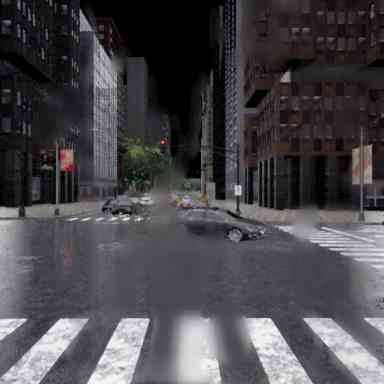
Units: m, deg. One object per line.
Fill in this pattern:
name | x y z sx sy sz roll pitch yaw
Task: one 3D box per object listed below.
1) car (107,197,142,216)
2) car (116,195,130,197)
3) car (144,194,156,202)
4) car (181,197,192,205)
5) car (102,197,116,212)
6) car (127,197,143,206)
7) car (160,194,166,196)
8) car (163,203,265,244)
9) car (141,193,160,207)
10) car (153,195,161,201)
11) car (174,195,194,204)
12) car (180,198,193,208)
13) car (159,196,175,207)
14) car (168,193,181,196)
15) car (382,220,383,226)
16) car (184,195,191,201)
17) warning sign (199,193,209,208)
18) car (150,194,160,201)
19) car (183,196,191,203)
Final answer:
car | -6.495 1.539 32.653 2.033 1.411 5.357 0 0 -1
car | -9.302 1.331 44.400 2.192 1.841 5.009 0 0 -1
car | -9.612 1.410 76.955 2.192 1.841 5.009 0 0 -1
car | -0.931 1.598 60.751 1.887 1.381 4.507 0 0 -1
car | -9.250 1.570 38.974 1.947 1.339 4.313 0 0 -1
car | -9.403 1.565 55.081 1.752 1.417 4.829 0 0 -1
car | -6.763 1.324 68.253 2.097 1.767 4.553 0 0 -1
car | 1.158 1.547 16.361 4.892 1.490 1.837 1 2 33
car | -6.703 1.253 51.794 2.150 2.045 5.566 0 0 0
car | -9.765 1.687 93.231 1.887 1.381 4.507 0 0 -1
car | -0.725 1.445 39.052 1.967 1.590 4.097 0 0 -1
car | -0.828 1.610 49.901 1.802 1.307 4.206 0 0 -1
car | -3.492 1.630 50.282 1.895 1.301 4.718 0 0 -1
car | -3.829 1.569 75.426 1.882 1.535 5.008 0 0 -1
car | 14.737 1.723 21.055 4.902 1.511 2.128 1 0 0
car | -1.190 1.566 87.875 1.967 1.590 4.097 0 0 -1
warning sign | 1.551 1.128 42.744 1.300 1.860 1.060 0 0 -1
car | -9.715 1.441 87.806 2.192 1.841 5.009 0 0 -1
car | -1.036 1.606 71.770 1.752 1.417 4.829 0 0 -1
